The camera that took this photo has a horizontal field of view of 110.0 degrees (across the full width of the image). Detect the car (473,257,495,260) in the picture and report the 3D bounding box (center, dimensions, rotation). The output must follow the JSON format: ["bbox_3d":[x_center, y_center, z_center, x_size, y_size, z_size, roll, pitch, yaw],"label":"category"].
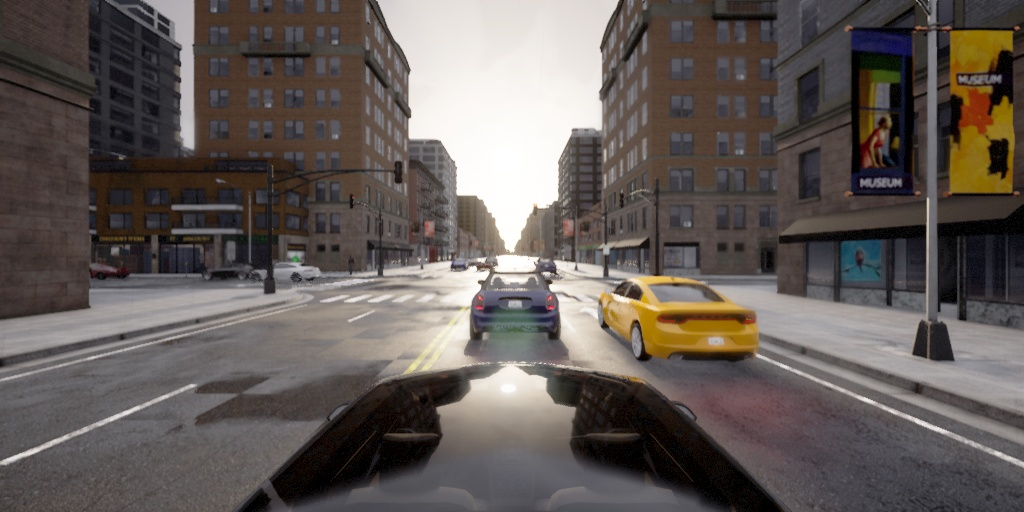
[{"bbox_3d":[-3.421,1.165,45.239,1.895,1.301,4.718,0,0,0],"label":"car"}]

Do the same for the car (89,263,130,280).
[{"bbox_3d":[-33.194,1.230,28.710,4.207,1.307,1.802,0,0,0],"label":"car"}]

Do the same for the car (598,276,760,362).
[{"bbox_3d":[3.314,1.201,8.208,1.882,1.535,5.008,0,0,1],"label":"car"}]

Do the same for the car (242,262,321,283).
[{"bbox_3d":[-16.421,1.179,26.065,4.674,1.442,1.812,0,0,1],"label":"car"}]

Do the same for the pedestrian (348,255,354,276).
[{"bbox_3d":[-14.194,0.794,31.519,0.375,1.860,0.375,0,0,0],"label":"pedestrian"}]

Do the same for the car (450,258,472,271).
[{"bbox_3d":[-6.667,1.040,45.752,1.882,1.535,5.008,0,0,0],"label":"car"}]

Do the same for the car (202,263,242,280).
[{"bbox_3d":[-22.172,1.216,28.673,4.313,1.339,1.948,0,0,0],"label":"car"}]

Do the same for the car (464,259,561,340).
[{"bbox_3d":[0.076,1.067,10.008,2.097,1.767,4.553,0,0,0],"label":"car"}]

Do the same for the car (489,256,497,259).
[{"bbox_3d":[-3.415,0.844,61.258,2.097,1.767,4.553,0,0,0],"label":"car"}]
